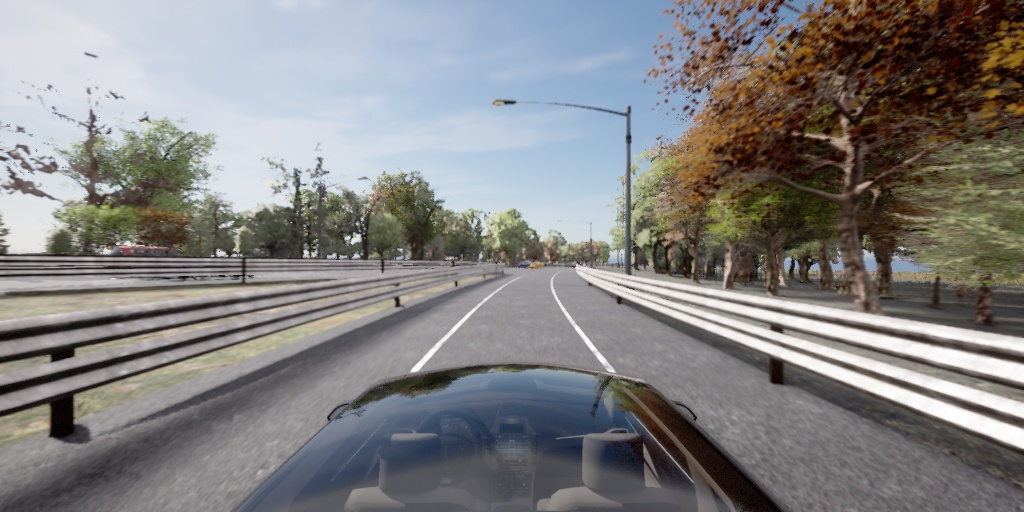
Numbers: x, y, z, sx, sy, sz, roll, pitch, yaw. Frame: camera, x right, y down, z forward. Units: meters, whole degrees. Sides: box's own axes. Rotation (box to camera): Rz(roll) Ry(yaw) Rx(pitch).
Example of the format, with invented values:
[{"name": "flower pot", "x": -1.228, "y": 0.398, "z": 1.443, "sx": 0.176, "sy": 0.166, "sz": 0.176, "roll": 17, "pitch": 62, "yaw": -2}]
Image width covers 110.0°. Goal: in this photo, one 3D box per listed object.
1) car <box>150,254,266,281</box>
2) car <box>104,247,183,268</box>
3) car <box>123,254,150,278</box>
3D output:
[{"name": "car", "x": -18.844, "y": 0.780, "z": 22.871, "sx": 2.033, "sy": 1.411, "sz": 5.357, "roll": 0, "pitch": -1, "yaw": 24}, {"name": "car", "x": -25.192, "y": 0.436, "z": 25.839, "sx": 2.150, "sy": 2.045, "sz": 5.566, "roll": 0, "pitch": -1, "yaw": 24}, {"name": "car", "x": -22.028, "y": 0.776, "z": 24.323, "sx": 2.033, "sy": 1.411, "sz": 5.357, "roll": 0, "pitch": -1, "yaw": 24}]
